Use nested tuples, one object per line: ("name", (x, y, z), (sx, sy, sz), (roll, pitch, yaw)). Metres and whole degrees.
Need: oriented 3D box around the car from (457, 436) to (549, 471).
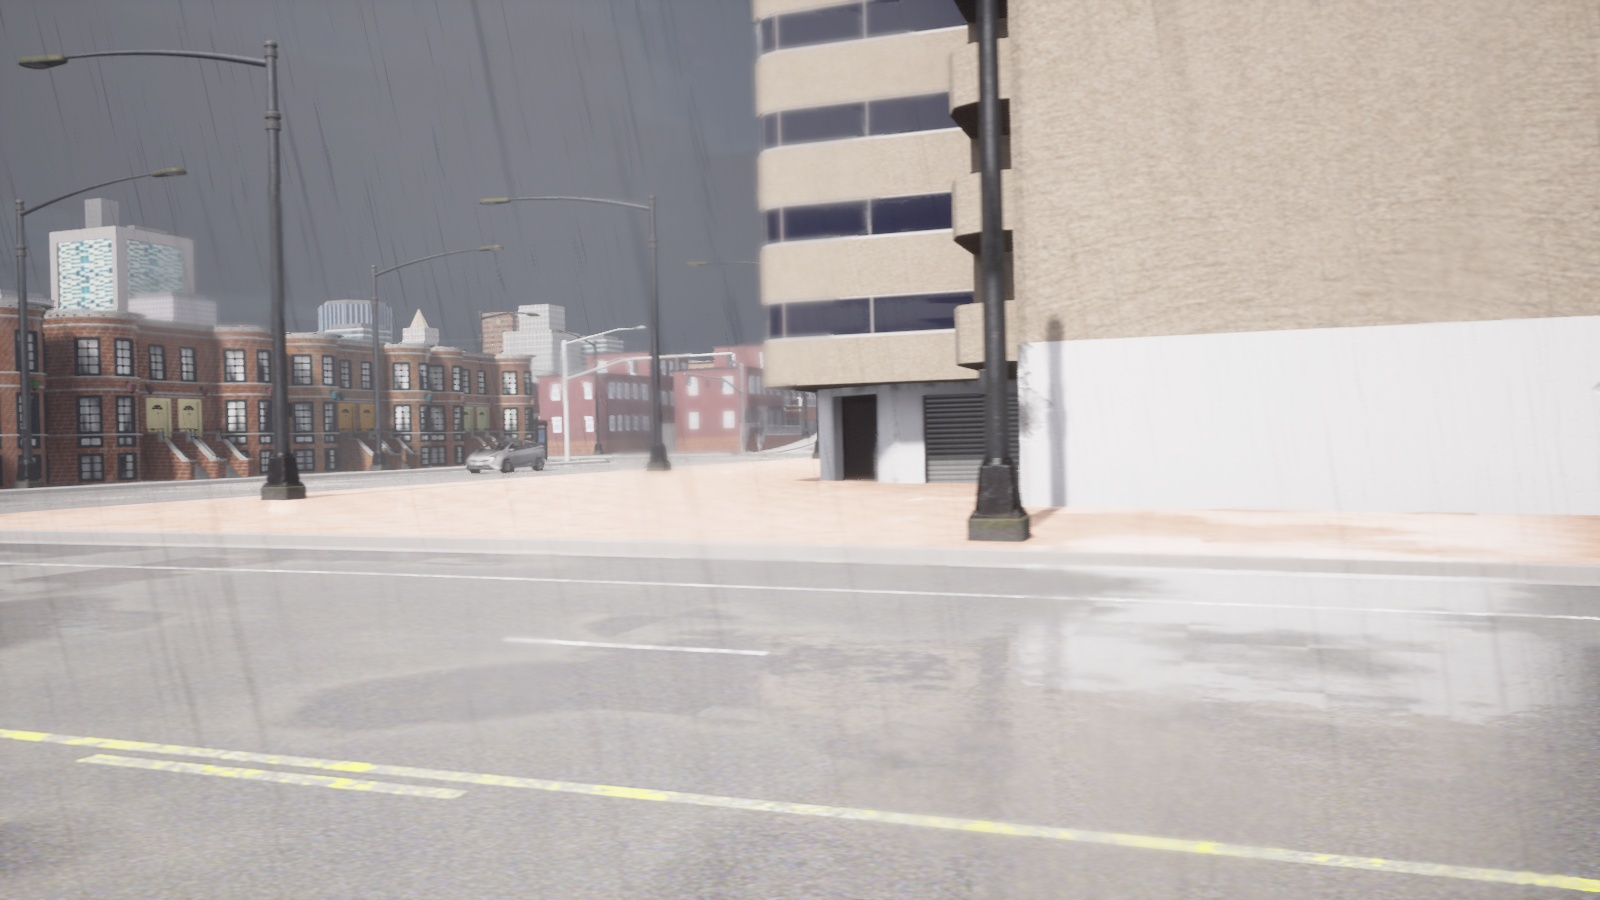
("car", (-13.783, 0.150, 58.539), (2.007, 1.525, 4.514), (-1, 1, 20))
